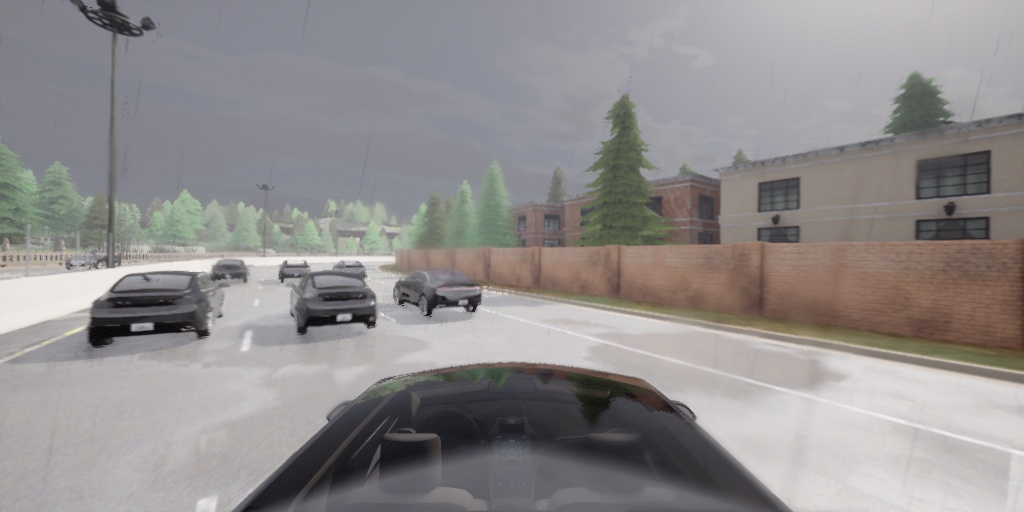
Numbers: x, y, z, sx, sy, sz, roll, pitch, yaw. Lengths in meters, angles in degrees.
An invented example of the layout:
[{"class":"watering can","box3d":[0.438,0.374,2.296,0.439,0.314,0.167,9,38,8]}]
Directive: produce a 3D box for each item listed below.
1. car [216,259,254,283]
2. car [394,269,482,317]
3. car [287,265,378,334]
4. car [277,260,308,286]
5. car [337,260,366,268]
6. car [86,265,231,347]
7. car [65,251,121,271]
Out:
[{"class":"car","box3d":[-18.286,0.966,23.465,1.837,1.490,4.892,1,0,-34]},{"class":"car","box3d":[-2.849,1.204,13.083,2.128,1.511,4.902,1,0,-34]},{"class":"car","box3d":[-5.275,1.174,10.420,1.837,1.490,4.892,1,0,-34]},{"class":"car","box3d":[-15.325,1.005,25.335,2.128,1.511,4.902,1,0,-34]},{"class":"car","box3d":[-12.428,1.056,27.297,2.128,1.511,4.902,1,0,-34]},{"class":"car","box3d":[-8.518,1.117,8.969,1.837,1.490,4.892,1,0,-34]},{"class":"car","box3d":[-34.773,0.369,29.890,2.128,1.511,4.902,1,0,-28]}]
